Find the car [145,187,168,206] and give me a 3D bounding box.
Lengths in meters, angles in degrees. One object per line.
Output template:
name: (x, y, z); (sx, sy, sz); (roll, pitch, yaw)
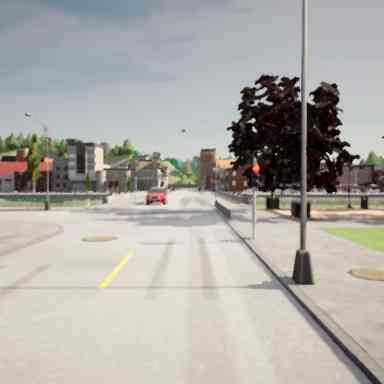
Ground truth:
car: (-3.999, 0.468, 38.502); (2.150, 2.045, 5.566); (0, 2, 0)
